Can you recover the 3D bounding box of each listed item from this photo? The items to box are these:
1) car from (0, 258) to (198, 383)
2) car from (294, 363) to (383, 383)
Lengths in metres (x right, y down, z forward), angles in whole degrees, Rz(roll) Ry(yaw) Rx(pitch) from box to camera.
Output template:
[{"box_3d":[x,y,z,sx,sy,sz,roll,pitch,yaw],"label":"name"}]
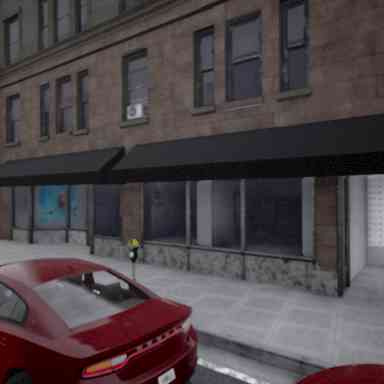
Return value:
[{"box_3d":[-2.046,1.546,4.306,4.507,1.381,1.887,0,0,35],"label":"car"},{"box_3d":[2.432,1.544,1.127,4.507,1.381,1.887,0,0,35],"label":"car"}]
